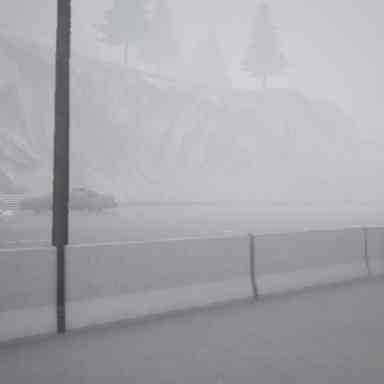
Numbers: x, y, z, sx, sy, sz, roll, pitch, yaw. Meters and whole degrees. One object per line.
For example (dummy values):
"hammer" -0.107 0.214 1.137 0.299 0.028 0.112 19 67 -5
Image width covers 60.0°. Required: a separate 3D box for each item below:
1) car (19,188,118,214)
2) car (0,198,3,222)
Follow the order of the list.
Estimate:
"car" -7.196 0.481 19.699 5.357 1.411 2.033 1 3 -27
"car" -9.279 0.467 10.706 5.566 2.045 2.150 0 3 -29
